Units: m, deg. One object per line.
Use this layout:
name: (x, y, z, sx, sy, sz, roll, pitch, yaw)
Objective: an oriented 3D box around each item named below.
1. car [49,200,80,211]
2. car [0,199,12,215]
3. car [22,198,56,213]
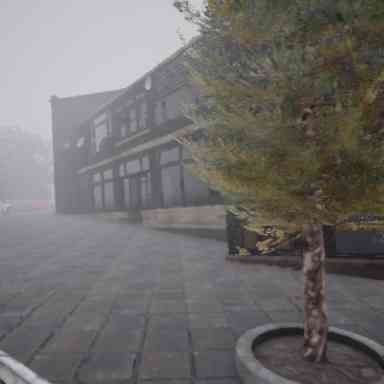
car: (-22.021, 2.251, 57.510, 2.097, 1.535, 5.008, -4, -1, 20)
car: (-21.911, 1.691, 36.374, 2.150, 2.045, 5.566, -4, -1, -5)
car: (-23.882, 2.039, 51.810, 2.435, 2.045, 5.566, -4, -1, 14)
